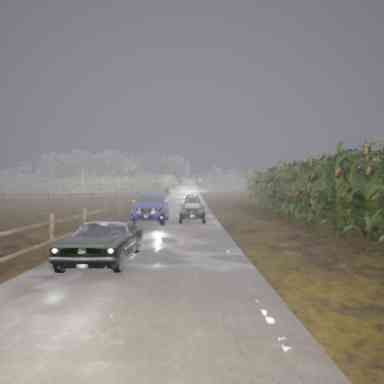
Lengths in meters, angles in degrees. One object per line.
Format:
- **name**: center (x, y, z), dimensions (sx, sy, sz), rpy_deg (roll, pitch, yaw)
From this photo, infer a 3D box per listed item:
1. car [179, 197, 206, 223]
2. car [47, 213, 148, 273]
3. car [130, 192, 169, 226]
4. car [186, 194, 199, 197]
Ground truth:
- **car**: center (0.034, 1.349, 23.993), dimensions (1.812, 1.442, 4.674), rpy_deg (0, 1, 0)
- **car**: center (-2.797, 1.580, 10.705), dimensions (1.895, 1.301, 4.718), rpy_deg (0, 0, 0)
- **car**: center (-2.765, 1.066, 22.776), dimensions (2.150, 2.045, 5.566), rpy_deg (0, 1, 0)
- **car**: center (0.065, 0.929, 42.674), dimensions (1.895, 1.301, 4.718), rpy_deg (0, 2, 0)
